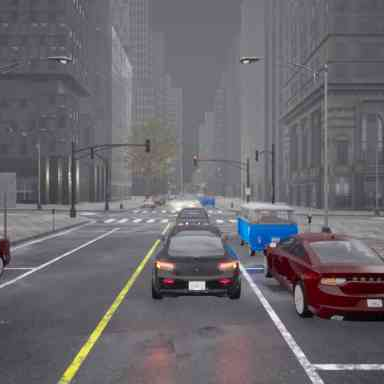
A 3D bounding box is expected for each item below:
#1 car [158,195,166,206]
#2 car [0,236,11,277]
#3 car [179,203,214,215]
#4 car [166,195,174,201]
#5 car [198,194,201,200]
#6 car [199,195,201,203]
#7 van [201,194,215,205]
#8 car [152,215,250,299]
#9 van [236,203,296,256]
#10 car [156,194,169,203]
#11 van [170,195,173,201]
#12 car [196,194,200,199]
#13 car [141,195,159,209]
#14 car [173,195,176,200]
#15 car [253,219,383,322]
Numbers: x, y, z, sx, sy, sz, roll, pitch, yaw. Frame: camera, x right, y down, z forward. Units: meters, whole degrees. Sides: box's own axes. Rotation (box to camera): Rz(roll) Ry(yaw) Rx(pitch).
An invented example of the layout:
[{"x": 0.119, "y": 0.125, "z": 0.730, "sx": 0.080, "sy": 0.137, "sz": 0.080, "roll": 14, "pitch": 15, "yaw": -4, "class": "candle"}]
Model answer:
[{"x": -5.942, "y": 1.576, "z": 55.918, "sx": 1.887, "sy": 1.381, "sz": 4.507, "roll": 0, "pitch": 0, "yaw": 0, "class": "car"}, {"x": -5.800, "y": 1.545, "z": 7.245, "sx": 1.887, "sy": 1.381, "sz": 4.507, "roll": 0, "pitch": 0, "yaw": 0, "class": "car"}, {"x": 0.043, "y": 1.551, "z": 17.895, "sx": 2.033, "sy": 1.411, "sz": 5.357, "roll": 0, "pitch": 0, "yaw": 0, "class": "car"}, {"x": -6.062, "y": 1.607, "z": 92.771, "sx": 1.752, "sy": 1.417, "sz": 4.829, "roll": 0, "pitch": 0, "yaw": 0, "class": "car"}, {"x": 2.565, "y": 1.582, "z": 61.590, "sx": 1.887, "sy": 1.381, "sz": 4.507, "roll": 0, "pitch": 0, "yaw": 0, "class": "car"}, {"x": 2.582, "y": 1.597, "z": 56.177, "sx": 1.947, "sy": 1.339, "sz": 4.313, "roll": 0, "pitch": 0, "yaw": 0, "class": "car"}, {"x": 2.601, "y": 1.367, "z": 50.764, "sx": 1.690, "sy": 1.788, "sz": 3.998, "roll": 0, "pitch": 0, "yaw": 0, "class": "van"}, {"x": 0.081, "y": 1.527, "z": 8.306, "sx": 1.812, "sy": 1.442, "sz": 4.674, "roll": 0, "pitch": 0, "yaw": 0, "class": "car"}, {"x": 2.739, "y": 1.343, "z": 12.780, "sx": 1.690, "sy": 1.788, "sz": 3.998, "roll": 0, "pitch": 0, "yaw": 0, "class": "van"}, {"x": -5.958, "y": 1.352, "z": 61.208, "sx": 2.192, "sy": 1.841, "sz": 5.009, "roll": 0, "pitch": 0, "yaw": 0, "class": "car"}, {"x": -6.010, "y": 1.399, "z": 77.074, "sx": 1.690, "sy": 1.788, "sz": 3.998, "roll": 0, "pitch": 0, "yaw": 0, "class": "van"}, {"x": 2.530, "y": 1.602, "z": 72.417, "sx": 2.008, "sy": 1.369, "sz": 4.403, "roll": 0, "pitch": 0, "yaw": 0, "class": "car"}, {"x": -5.913, "y": 1.547, "z": 45.168, "sx": 1.752, "sy": 1.417, "sz": 4.829, "roll": 0, "pitch": 0, "yaw": 0, "class": "car"}, {"x": -6.045, "y": 1.639, "z": 87.651, "sx": 1.947, "sy": 1.339, "sz": 4.313, "roll": 0, "pitch": 0, "yaw": 0, "class": "car"}, {"x": 2.755, "y": 1.546, "z": 7.254, "sx": 1.887, "sy": 1.381, "sz": 4.507, "roll": 0, "pitch": 0, "yaw": 0, "class": "car"}]
